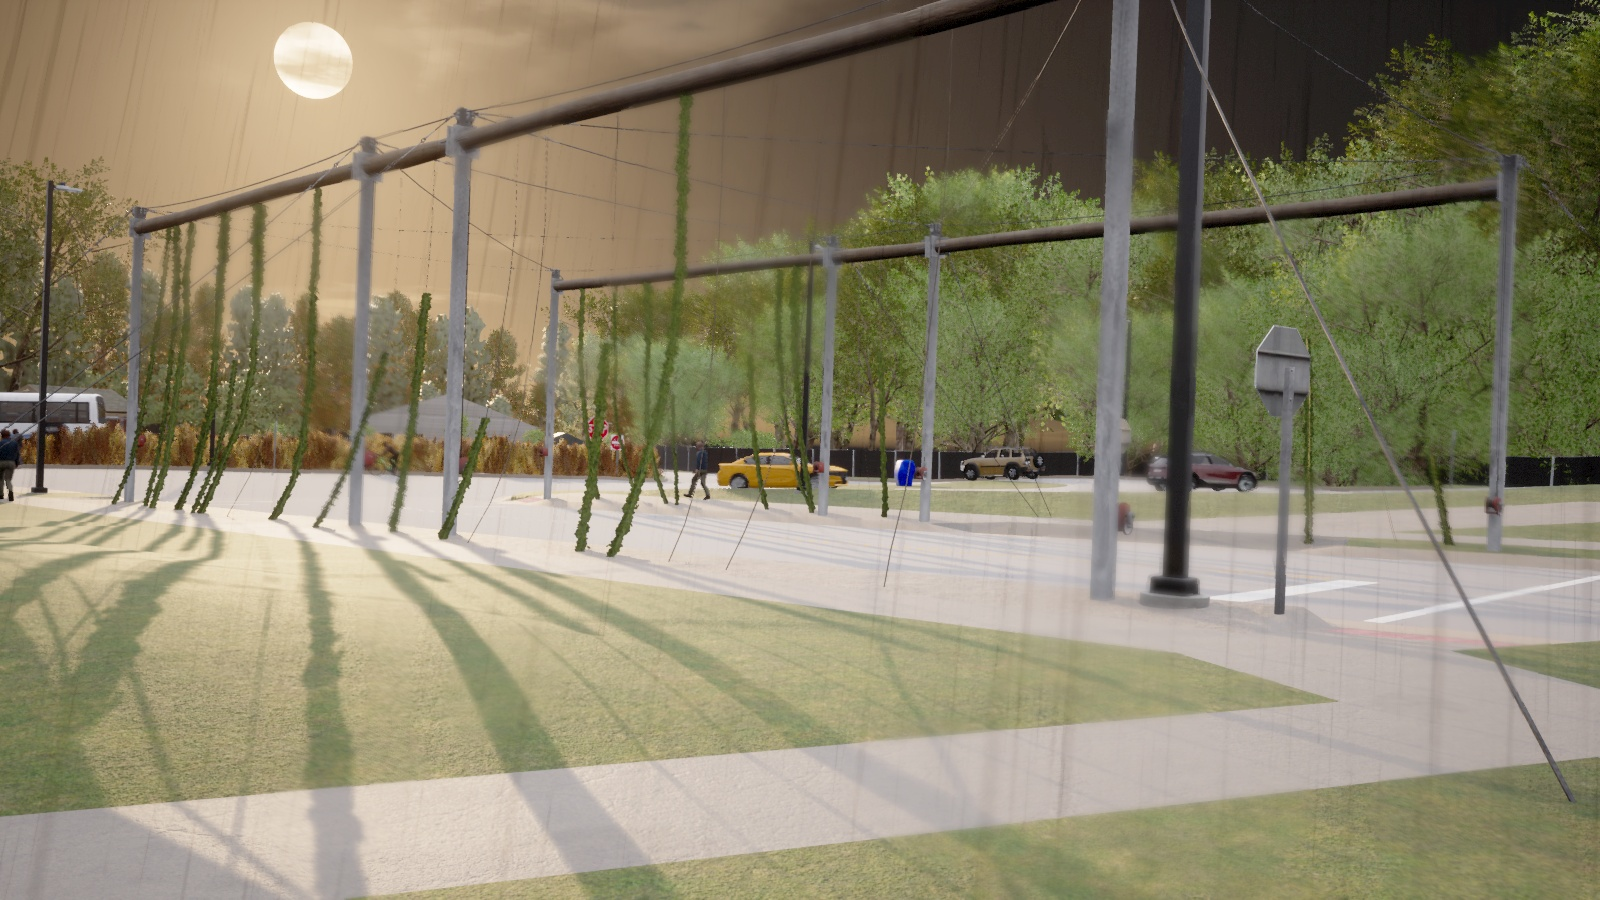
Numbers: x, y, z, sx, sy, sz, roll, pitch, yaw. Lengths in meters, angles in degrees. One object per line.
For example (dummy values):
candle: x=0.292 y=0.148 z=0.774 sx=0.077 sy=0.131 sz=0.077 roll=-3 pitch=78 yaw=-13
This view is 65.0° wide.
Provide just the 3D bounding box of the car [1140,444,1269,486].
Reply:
car: x=16.757 y=0.582 z=52.003 sx=4.856 sy=1.649 sz=2.033 roll=0 pitch=0 yaw=-21

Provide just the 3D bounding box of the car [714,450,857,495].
car: x=-0.551 y=0.845 z=47.326 sx=5.008 sy=1.535 sz=1.882 roll=-2 pitch=-1 yaw=17

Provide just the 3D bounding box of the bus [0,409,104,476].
bus: x=-51.378 y=-0.490 z=81.454 sx=10.273 sy=4.253 sz=3.944 roll=-1 pitch=1 yaw=-19

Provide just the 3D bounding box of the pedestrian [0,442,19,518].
pedestrian: x=-19.583 y=0.738 z=30.955 sx=0.726 sy=1.835 sz=0.370 roll=1 pitch=0 yaw=44

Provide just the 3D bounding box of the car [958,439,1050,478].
car: x=11.007 y=0.482 z=68.098 sx=1.932 sy=1.855 sz=4.605 roll=-2 pitch=-1 yaw=-44

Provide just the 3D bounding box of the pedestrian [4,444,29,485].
pedestrian: x=-36.117 y=0.680 z=57.860 sx=0.849 sy=1.883 sz=0.563 roll=1 pitch=0 yaw=-18

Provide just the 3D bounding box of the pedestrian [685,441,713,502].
pedestrian: x=-3.100 y=0.663 z=38.417 sx=0.726 sy=1.842 sz=0.402 roll=1 pitch=0 yaw=34
